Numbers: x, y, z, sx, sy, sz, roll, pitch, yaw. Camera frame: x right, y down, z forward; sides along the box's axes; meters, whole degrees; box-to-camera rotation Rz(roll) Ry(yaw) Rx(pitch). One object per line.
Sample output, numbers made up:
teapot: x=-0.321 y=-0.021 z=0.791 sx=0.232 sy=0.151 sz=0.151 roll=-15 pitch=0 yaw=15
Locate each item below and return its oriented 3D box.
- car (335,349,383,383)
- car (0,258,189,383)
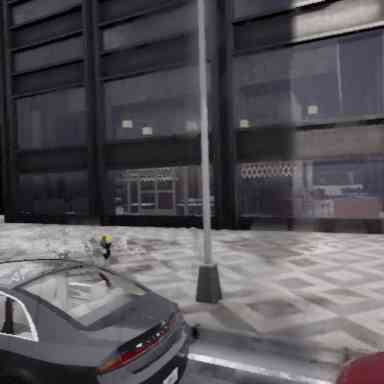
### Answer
car: x=2.928 y=1.444 z=1.577 sx=4.206 sy=1.307 sz=1.802 roll=-1 pitch=2 yaw=25
car: x=-2.185 y=1.515 z=3.947 sx=4.403 sy=1.369 sz=2.008 roll=-1 pitch=2 yaw=25
